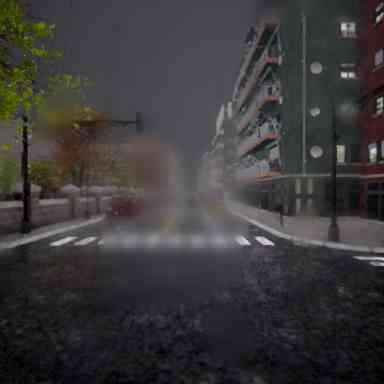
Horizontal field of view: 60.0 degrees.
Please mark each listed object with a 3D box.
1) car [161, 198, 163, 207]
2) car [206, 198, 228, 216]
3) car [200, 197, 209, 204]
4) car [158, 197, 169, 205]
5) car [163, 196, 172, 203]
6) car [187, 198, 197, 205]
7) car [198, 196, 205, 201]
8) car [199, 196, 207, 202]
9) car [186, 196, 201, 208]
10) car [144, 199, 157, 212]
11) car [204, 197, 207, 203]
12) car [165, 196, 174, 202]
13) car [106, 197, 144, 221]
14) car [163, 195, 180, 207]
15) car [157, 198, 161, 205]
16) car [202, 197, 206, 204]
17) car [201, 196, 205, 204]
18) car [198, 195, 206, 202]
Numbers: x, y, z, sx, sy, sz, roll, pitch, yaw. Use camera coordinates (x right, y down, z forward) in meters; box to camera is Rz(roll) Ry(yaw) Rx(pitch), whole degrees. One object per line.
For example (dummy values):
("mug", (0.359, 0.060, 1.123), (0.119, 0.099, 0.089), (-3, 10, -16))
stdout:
("car", (-5.669, 1.741, 55.591), (1.802, 1.307, 4.206), (0, 0, 0))
("car", (2.702, 1.616, 33.618), (1.752, 1.417, 4.829), (0, 0, 0))
("car", (2.719, 1.759, 72.194), (1.887, 1.381, 4.507), (0, 0, 0))
("car", (-5.663, 1.777, 66.662), (1.802, 1.307, 4.206), (0, 0, 0))
("car", (-5.659, 1.758, 77.562), (1.752, 1.417, 4.829), (0, 0, 0))
("car", (0.028, 1.784, 62.853), (1.895, 1.301, 4.718), (0, 0, 0))
("car", (2.729, 1.859, 94.335), (1.947, 1.339, 4.313), (0, 0, 0))
("car", (2.724, 1.819, 83.265), (1.947, 1.339, 4.313), (0, 0, 0))
("car", (0.061, 1.624, 51.511), (1.882, 1.535, 5.008), (0, 0, 0))
("car", (-5.676, 1.547, 38.987), (1.967, 1.590, 4.097), (0, 0, 0))
("car", (2.704, 1.652, 38.983), (1.887, 1.381, 4.507), (0, 0, 0))
("car", (-5.657, 1.804, 83.268), (2.008, 1.369, 4.403), (0, 0, 0))
("car", (-5.682, 1.389, 27.917), (2.192, 1.841, 5.009), (0, 0, 0))
("car", (-3.022, 1.644, 53.268), (2.128, 1.511, 4.902), (0, 0, 1))
("car", (-5.674, 1.669, 44.522), (1.887, 1.381, 4.507), (0, 0, 0))
("car", (2.707, 1.675, 44.519), (2.008, 1.369, 4.403), (0, 0, 0))
("car", (2.717, 1.740, 66.659), (1.887, 1.381, 4.507), (0, 0, 0))
("car", (2.725, 1.714, 88.800), (1.967, 1.590, 4.097), (0, 0, 0))
